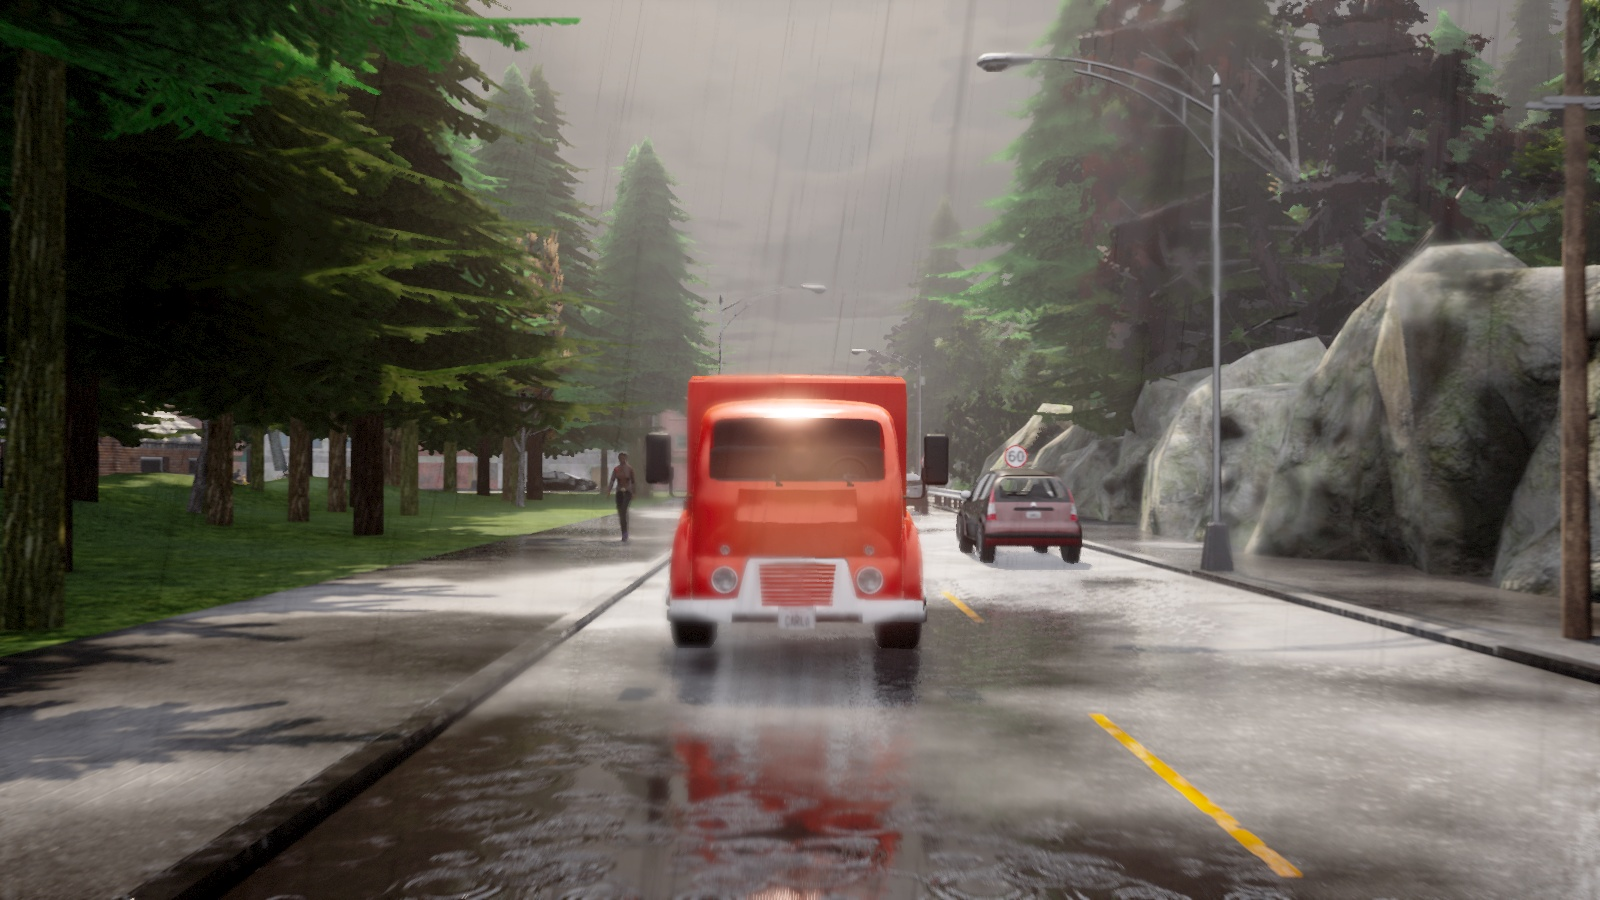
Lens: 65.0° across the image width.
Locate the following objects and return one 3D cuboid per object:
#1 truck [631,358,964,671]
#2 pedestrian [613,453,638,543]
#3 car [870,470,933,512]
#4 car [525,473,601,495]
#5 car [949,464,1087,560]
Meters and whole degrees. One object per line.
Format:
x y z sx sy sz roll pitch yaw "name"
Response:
-0.034 0.532 12.560 2.627 2.467 5.204 0 -1 0 "truck"
-3.557 0.967 25.615 0.328 1.805 0.869 0 -1 5 "pedestrian"
3.827 1.551 48.067 2.007 1.525 4.514 0 -1 0 "car"
-16.309 2.330 86.642 4.792 1.488 2.163 0 -1 0 "car"
3.945 1.087 23.335 1.851 1.617 3.988 0 -1 0 "car"
